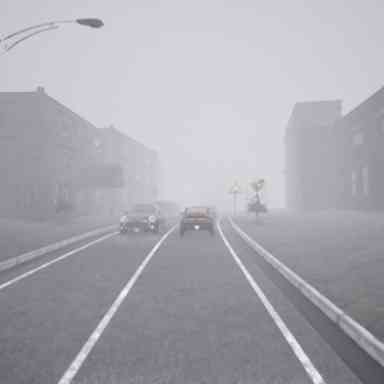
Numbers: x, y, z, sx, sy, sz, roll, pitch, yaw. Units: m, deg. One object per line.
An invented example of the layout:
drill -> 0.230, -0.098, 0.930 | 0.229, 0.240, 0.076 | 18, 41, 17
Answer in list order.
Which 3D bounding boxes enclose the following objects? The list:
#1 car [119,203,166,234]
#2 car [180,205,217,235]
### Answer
car -> -2.824, 1.459, 19.757 | 2.097, 1.767, 4.553 | 0, -1, 3
car -> 0.345, 1.601, 19.475 | 1.837, 1.490, 4.892 | 0, -1, 2
